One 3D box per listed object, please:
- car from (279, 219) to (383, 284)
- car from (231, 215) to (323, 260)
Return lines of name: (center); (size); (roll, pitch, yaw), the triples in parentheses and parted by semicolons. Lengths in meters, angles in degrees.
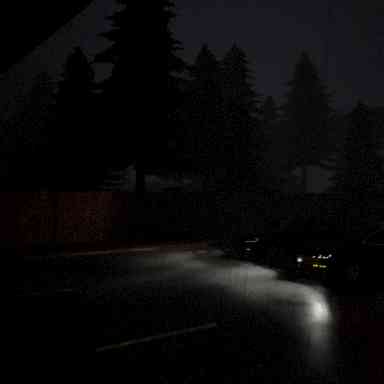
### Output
car: (5.337, 1.664, 9.901); (4.892, 1.490, 1.837); (0, -2, -15)
car: (3.999, 1.676, 13.151); (5.008, 1.535, 1.882); (0, -1, -17)
